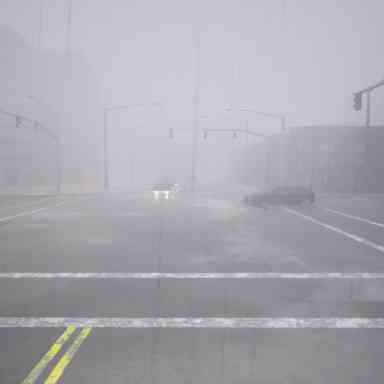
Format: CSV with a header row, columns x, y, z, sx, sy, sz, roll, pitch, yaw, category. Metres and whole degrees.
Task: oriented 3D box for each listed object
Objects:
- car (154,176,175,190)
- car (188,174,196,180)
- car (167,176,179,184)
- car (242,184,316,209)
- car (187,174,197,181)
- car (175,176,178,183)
x,y,z,sx,sy,sz,roll,pitch,yaw,category
-3.588,-0.965,41.432,1.994,1.385,4.181,0,4,0,car
0.019,-3.701,80.733,2.033,1.411,5.357,0,4,0,car
-3.552,-2.281,61.457,1.895,1.301,4.718,0,4,0,car
5.796,0.273,22.237,4.892,1.490,1.837,-1,3,-12,car
0.016,-2.975,70.906,1.994,1.385,4.181,0,4,0,car
-3.583,-1.694,51.338,1.837,1.490,4.892,0,4,0,car
